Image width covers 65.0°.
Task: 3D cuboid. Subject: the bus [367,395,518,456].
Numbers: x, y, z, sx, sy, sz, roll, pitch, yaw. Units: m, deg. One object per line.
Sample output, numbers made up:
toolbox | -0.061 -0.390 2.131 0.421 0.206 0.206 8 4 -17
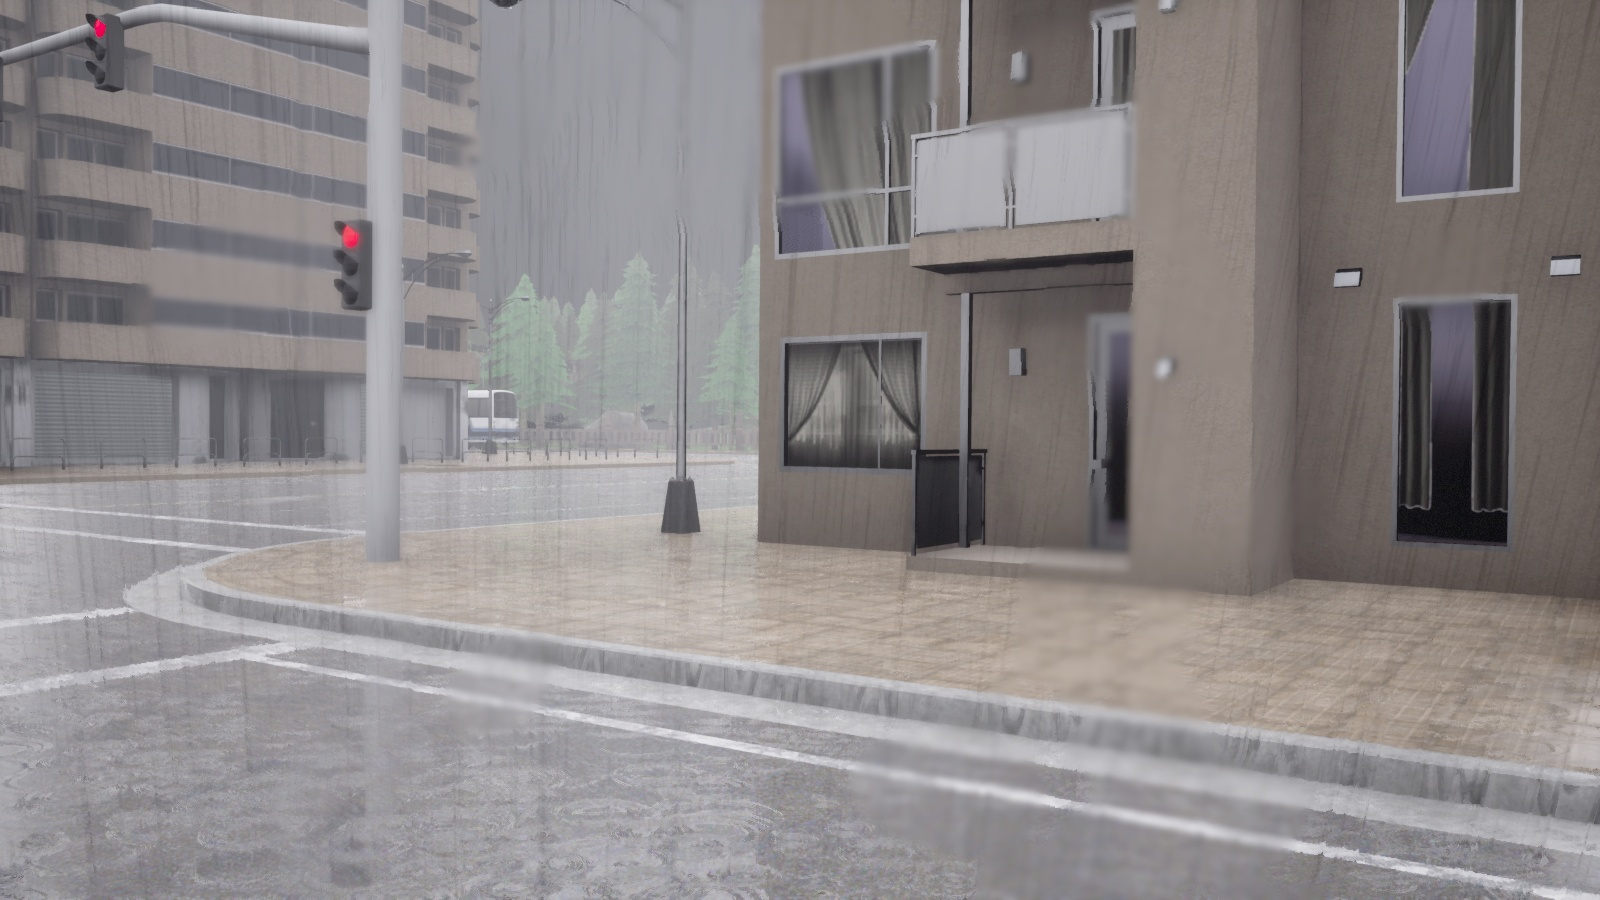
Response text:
bus | -25.945 -1.708 90.998 10.273 4.253 3.944 0 1 23
